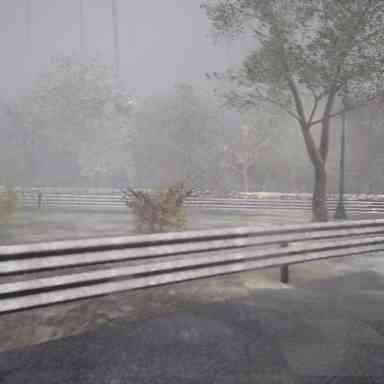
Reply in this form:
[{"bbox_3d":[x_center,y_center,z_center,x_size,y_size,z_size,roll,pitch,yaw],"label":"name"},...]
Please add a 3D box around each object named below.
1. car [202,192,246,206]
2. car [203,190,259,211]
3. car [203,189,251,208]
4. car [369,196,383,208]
[{"bbox_3d":[3.546,0.776,37.148,4.718,1.301,1.895,1,2,-1],"label":"car"},{"bbox_3d":[3.585,0.881,30.149,4.902,1.511,2.128,1,2,-1],"label":"car"},{"bbox_3d":[3.498,0.631,33.643,4.553,1.767,2.097,1,2,-1],"label":"car"},{"bbox_3d":[20.612,1.183,33.817,4.892,1.490,1.837,1,2,-1],"label":"car"}]
